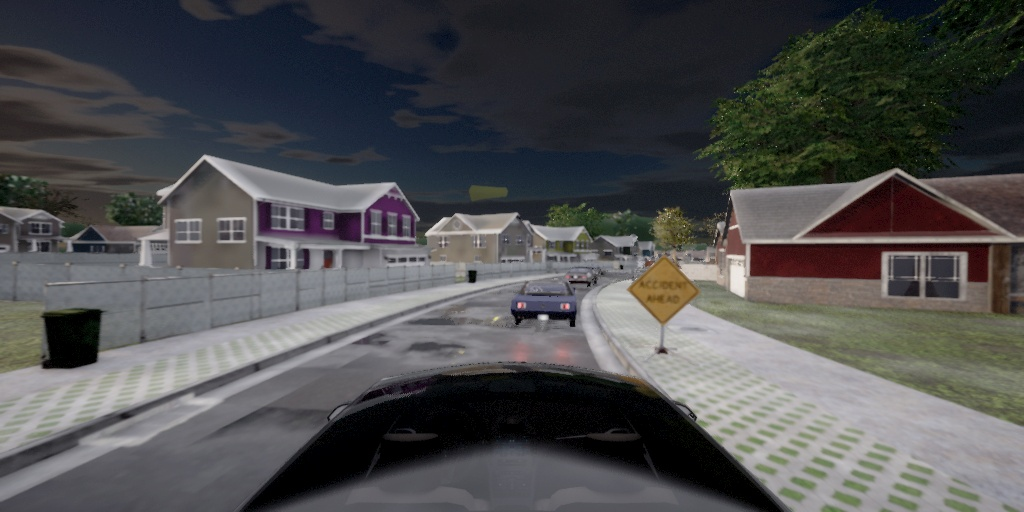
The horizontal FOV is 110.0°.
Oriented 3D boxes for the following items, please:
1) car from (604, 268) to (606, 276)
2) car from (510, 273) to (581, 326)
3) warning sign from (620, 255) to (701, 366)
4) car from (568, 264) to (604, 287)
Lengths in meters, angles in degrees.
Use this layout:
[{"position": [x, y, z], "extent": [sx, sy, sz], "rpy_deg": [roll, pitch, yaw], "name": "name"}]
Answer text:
[{"position": [9.284, 1.649, 40.975], "extent": [1.994, 1.385, 4.181], "rpy_deg": [1, 0, 33], "name": "car"}, {"position": [1.205, 1.430, 12.124], "extent": [1.895, 1.301, 4.718], "rpy_deg": [0, 0, 9], "name": "car"}, {"position": [2.749, 0.913, 6.619], "extent": [1.300, 1.860, 1.060], "rpy_deg": [0, 0, 5], "name": "warning sign"}, {"position": [5.288, 1.514, 26.940], "extent": [2.033, 1.411, 5.357], "rpy_deg": [0, 0, 21], "name": "car"}]
